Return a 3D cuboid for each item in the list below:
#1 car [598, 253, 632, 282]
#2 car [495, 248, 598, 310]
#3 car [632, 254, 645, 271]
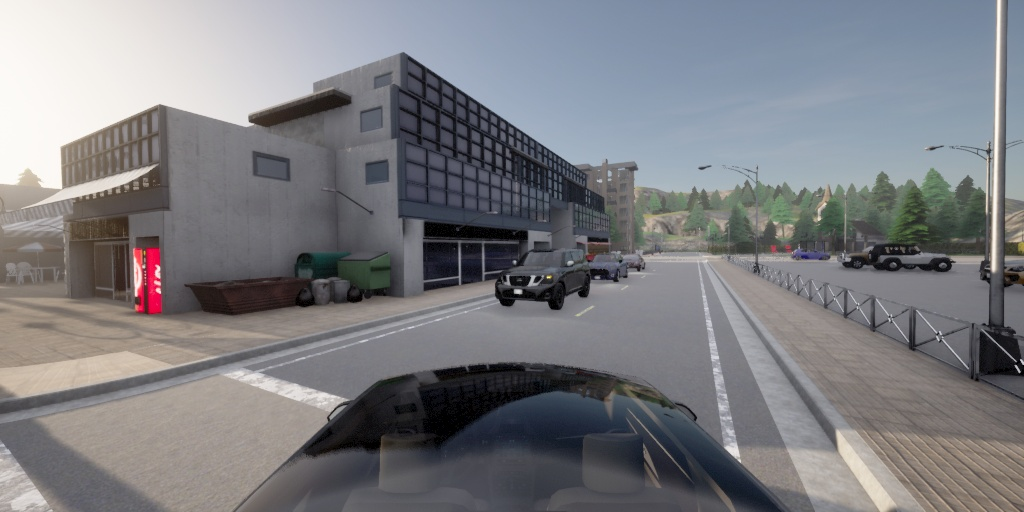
[{"bbox_3d":[5.934,0.610,22.626,2.097,1.767,4.553,0,1,27],"label":"car"},{"bbox_3d":[1.448,0.720,13.872,2.150,2.045,5.566,0,1,27],"label":"car"},{"bbox_3d":[10.605,0.534,31.730,1.812,1.442,4.674,0,1,27],"label":"car"}]
